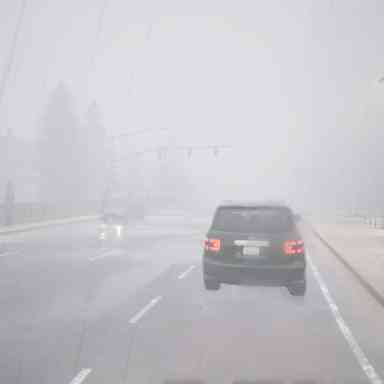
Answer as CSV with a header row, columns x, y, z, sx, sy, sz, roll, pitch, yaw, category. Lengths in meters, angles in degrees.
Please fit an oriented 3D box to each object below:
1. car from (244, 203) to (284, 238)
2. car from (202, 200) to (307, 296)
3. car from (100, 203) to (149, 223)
x,y,z,sx,sy,sz,roll,pitch,yaw,category
4.112,1.455,18.678,1.882,1.535,5.008,0,0,14,car
1.724,1.211,8.919,2.150,2.045,5.566,0,0,13,car
-5.054,1.535,25.778,2.033,1.411,5.357,0,0,14,car
